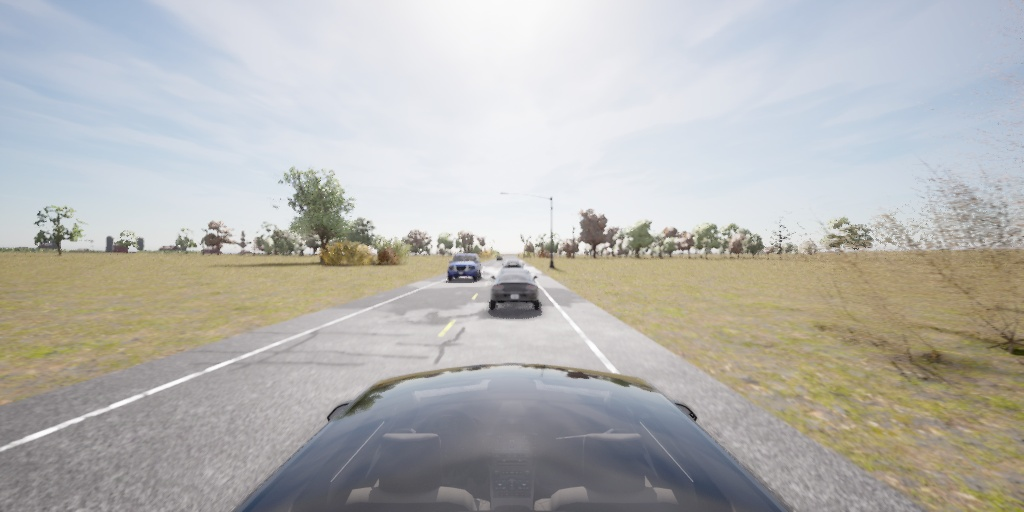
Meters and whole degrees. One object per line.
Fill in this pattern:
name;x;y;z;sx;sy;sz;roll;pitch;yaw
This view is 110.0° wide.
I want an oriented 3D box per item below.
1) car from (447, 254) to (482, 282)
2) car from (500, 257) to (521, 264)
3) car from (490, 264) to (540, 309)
car;-3.594;0.833;27.982;2.150;2.045;5.566;0;0;0
car;0.091;1.091;32.625;1.837;1.490;4.892;0;0;0
car;0.096;1.208;14.528;1.812;1.442;4.674;0;0;0
